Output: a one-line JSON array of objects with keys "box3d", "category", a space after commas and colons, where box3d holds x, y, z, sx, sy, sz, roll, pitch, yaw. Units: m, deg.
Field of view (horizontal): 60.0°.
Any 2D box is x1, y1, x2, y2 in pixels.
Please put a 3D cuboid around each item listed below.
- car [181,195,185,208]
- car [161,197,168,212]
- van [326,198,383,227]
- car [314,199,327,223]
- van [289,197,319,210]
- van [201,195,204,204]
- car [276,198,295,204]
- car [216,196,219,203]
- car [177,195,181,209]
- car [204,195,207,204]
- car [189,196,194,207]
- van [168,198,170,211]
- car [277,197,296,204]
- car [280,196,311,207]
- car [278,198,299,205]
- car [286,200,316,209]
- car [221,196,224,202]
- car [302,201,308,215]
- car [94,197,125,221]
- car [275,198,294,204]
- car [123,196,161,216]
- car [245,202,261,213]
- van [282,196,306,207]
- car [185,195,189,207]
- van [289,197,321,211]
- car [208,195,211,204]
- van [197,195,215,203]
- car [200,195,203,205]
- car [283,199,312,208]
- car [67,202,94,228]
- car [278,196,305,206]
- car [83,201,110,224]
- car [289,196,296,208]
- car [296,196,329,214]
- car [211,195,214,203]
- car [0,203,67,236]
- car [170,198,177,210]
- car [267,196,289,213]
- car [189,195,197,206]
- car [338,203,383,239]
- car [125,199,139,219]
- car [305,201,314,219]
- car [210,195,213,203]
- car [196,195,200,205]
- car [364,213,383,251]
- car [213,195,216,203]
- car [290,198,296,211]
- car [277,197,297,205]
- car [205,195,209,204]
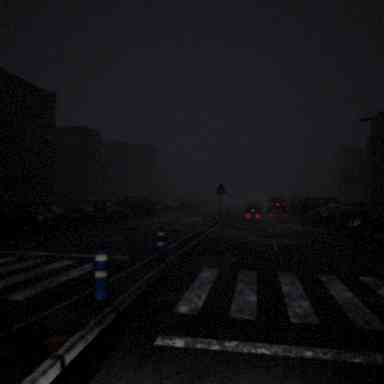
[{"box3d": [-3.857, 1.607, 48.177, 4.553, 1.767, 2.185, 1, 0, 11], "category": "car"}, {"box3d": [-5.810, 1.662, 37.320, 5.366, 1.575, 1.946, 1, 0, 11], "category": "car"}, {"box3d": [11.149, 1.589, 20.866, 4.442, 1.987, 1.878, 1, 0, 11], "category": "van"}, {"box3d": [12.364, 1.725, 26.166, 4.553, 1.767, 2.185, 1, 0, 11], "category": "car"}, {"box3d": [17.923, 1.797, 53.395, 4.442, 1.987, 1.878, 1, 0, 11], "category": "van"}, {"box3d": [-0.440, 1.646, 64.491, 4.442, 1.987, 1.878, 1, 0, 11], "category": "van"}, {"box3d": [24.925, 2.403, 88.834, 4.892, 1.521, 2.231, 1, -1, 11], "category": "car"}, {"box3d": [3.178, 1.826, 83.322, 5.566, 2.045, 2.435, 1, -1, 11], "category": "car"}, {"box3d": [-4.398, 1.588, 45.474, 4.553, 1.767, 2.185, 1, 0, 11], "category": "car"}, {"box3d": [-0.040, 1.936, 67.093, 4.674, 1.452, 2.002, 1, 0, 11], "category": "car"}, {"box3d": [-2.740, 1.775, 53.576, 4.892, 1.521, 2.231, 1, 0, 11], "category": "car"}, {"box3d": [-5.333, 1.455, 40.038, 4.442, 1.987, 1.878, 1, 0, 11], "category": "van"}, {"box3d": [24.343, 2.239, 86.119, 4.553, 1.767, 2.185, 1, -1, 11], "category": "car"}, {"box3d": [19.970, 1.866, 64.324, 5.566, 2.045, 2.435, 1, 0, 11], "category": "car"}, {"box3d": [23.274, 2.337, 80.661, 4.674, 1.452, 2.002, 1, -1, 11], "category": "car"}, {"box3d": [18.374, 2.085, 56.265, 4.674, 1.452, 2.002, 1, 0, 11], "category": "car"}, {"box3d": [5.547, 2.220, 94.092, 5.366, 1.575, 1.946, 1, -1, 11], "category": "car"}, {"box3d": [13.433, 1.881, 31.620, 4.892, 1.521, 2.231, 1, 0, 11], "category": "car"}, {"box3d": [-8.124, 1.467, 26.532, 4.553, 1.767, 2.185, 1, 0, 11], "category": "car"}, {"box3d": [25.461, 2.439, 91.558, 5.008, 1.535, 2.097, 1, -1, 11], "category": "car"}, {"box3d": [-6.557, 1.395, 34.659, 5.566, 2.045, 2.435, 1, 0, 11], "category": "car"}, {"box3d": [7.953, 1.974, 43.206, 1.895, 1.301, 4.718, 1, 0, 12], "category": "car"}, {"box3d": [20.430, 1.918, 67.064, 4.442, 1.987, 1.878, 1, 0, 11], "category": "van"}, {"box3d": [-3.254, 1.628, 50.869, 4.553, 1.767, 2.185, 1, 0, 11], "category": "car"}, {"box3d": [17.147, 1.772, 50.719, 4.442, 1.987, 1.878, 1, 0, 11], "category": "van"}, {"box3d": [1.046, 1.953, 72.499, 4.892, 1.521, 2.231, 1, 0, 11], "category": "car"}, {"box3d": [3.632, 1.885, 86.044, 4.442, 1.987, 1.878, 1, -1, 11], "category": "van"}, {"box3d": [-1.117, 1.845, 61.686, 4.892, 1.521, 2.231, 1, 0, 11], "category": "car"}, {"box3d": [19.441, 2.093, 61.592, 4.892, 1.521, 2.231, 1, 0, 11], "category": "car"}, {"box3d": [-9.243, 1.546, 21.132, 5.008, 1.535, 2.097, 1, 0, 11], "category": "car"}, {"box3d": [21.611, 1.950, 72.496, 5.566, 2.045, 2.435, 1, -1, 11], "category": "car"}, {"box3d": [-8.695, 1.609, 23.833, 4.674, 1.452, 2.002, 1, 0, 11], "category": "car"}, {"box3d": [16.742, 1.729, 47.964, 5.566, 2.045, 2.435, 1, 0, 11], "category": "car"}, {"box3d": [14.005, 1.644, 34.340, 5.566, 2.045, 2.435, 1, 0, 11], "category": "car"}, {"box3d": [2.118, 2.053, 77.908, 4.674, 1.452, 2.002, 1, 0, 11], "category": "car"}, {"box3d": [-9.747, 1.393, 18.417, 4.553, 1.767, 2.185, 1, 0, 11], "category": "car"}, {"box3d": [-4.915, 1.696, 42.765, 5.008, 1.535, 2.097, 1, 0, 11], "category": "car"}, {"box3d": [11.101, 1.635, 43.617, 2.150, 2.045, 5.566, 1, 0, 12], "category": "car"}, {"box3d": [-2.199, 1.797, 56.280, 4.892, 1.521, 2.231, 1, 0, 11], "category": "car"}, {"box3d": [10.721, 1.664, 17.986, 4.553, 1.767, 2.185, 1, 0, 11], "category": "car"}, {"box3d": [-7.620, 1.614, 29.247, 4.892, 1.521, 2.231, 1, 0, 11], "category": "car"}, {"box3d": [12.898, 1.866, 29.020, 5.008, 1.535, 2.097, 1, 0, 11], "category": "car"}, {"box3d": [1.552, 2.011, 75.211, 4.792, 1.488, 2.163, 1, 0, 11], "category": "car"}, {"box3d": [-1.658, 1.821, 58.983, 4.892, 1.521, 2.231, 1, 0, 11], "category": "car"}, {"box3d": [9.589, 1.758, 12.668, 4.792, 1.488, 2.163, 1, -1, 11], "category": "car"}, {"box3d": [2.657, 2.044, 80.613, 5.008, 1.535, 2.097, 1, -1, 11], "category": "car"}, {"box3d": [16.160, 2.001, 45.245, 4.674, 1.452, 2.002, 1, 0, 11], "category": "car"}, {"box3d": [23.796, 2.205, 83.393, 4.553, 1.767, 2.185, 1, -1, 11], "category": "car"}, {"box3d": [0.317, 1.918, 69.835, 5.366, 1.575, 1.946, 1, 0, 11], "category": "car"}]
